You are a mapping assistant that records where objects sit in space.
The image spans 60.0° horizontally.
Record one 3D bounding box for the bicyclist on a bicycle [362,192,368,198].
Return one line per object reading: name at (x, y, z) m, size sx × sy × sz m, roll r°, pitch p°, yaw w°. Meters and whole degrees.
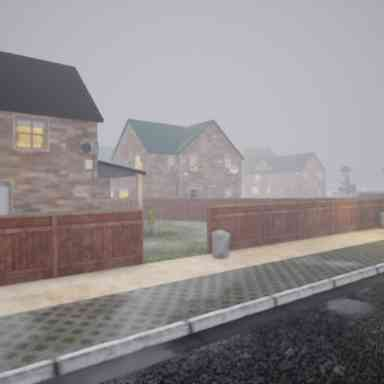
bicyclist on a bicycle at (20.194, 0.857, 38.919) m, size 1.656 × 1.620 × 0.582 m, roll 0°, pitch 0°, yaw -36°
